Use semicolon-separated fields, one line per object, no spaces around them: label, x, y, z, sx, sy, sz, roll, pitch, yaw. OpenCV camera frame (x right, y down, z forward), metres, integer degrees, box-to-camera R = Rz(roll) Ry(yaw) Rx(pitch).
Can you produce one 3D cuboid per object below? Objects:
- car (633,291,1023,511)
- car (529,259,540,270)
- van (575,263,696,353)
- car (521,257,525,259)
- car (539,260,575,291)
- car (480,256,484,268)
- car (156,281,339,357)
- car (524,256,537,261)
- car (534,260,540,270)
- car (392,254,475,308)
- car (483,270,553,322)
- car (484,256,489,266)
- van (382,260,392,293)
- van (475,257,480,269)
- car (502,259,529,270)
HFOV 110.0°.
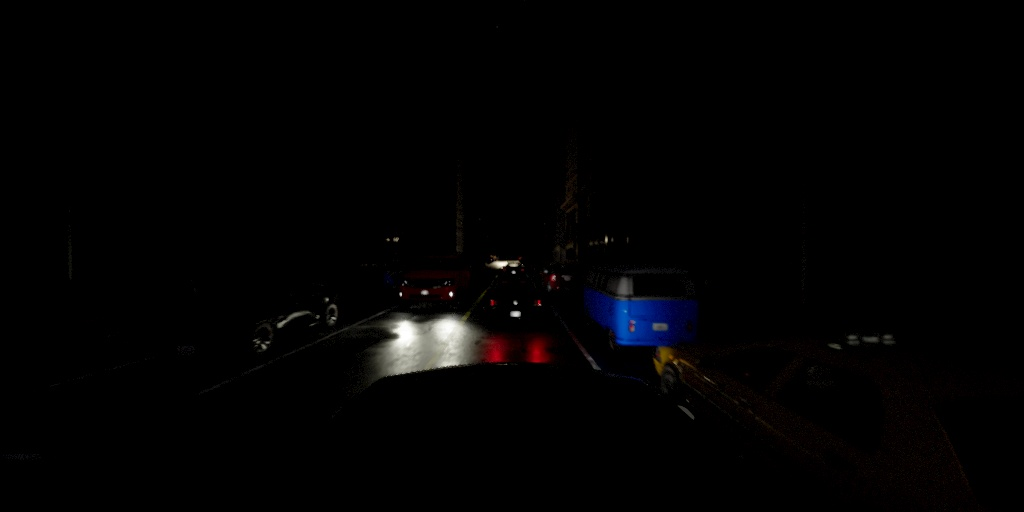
car;2.760;1.275;3.055;1.751;1.417;4.829;0;0;0
car;2.792;1.226;31.067;2.007;1.370;4.403;0;0;0
van;2.766;1.075;8.521;1.690;1.789;3.998;0;0;0
car;2.818;0.931;53.612;2.192;1.841;5.009;0;0;0
car;2.779;1.145;19.794;1.967;1.591;4.097;0;0;0
car;-5.707;1.047;53.613;1.967;1.591;4.097;0;0;0
car;-5.759;1.292;8.519;1.948;1.339;4.313;0;0;0
car;2.805;1.085;42.339;1.967;1.591;4.097;0;0;0
car;2.786;1.215;25.600;1.751;1.417;4.829;0;0;0
car;-3.082;0.932;15.444;2.150;2.045;5.566;0;0;0
car;0.109;1.323;12.191;1.895;1.301;4.718;0;0;0
car;-5.694;1.018;64.886;1.967;1.591;4.097;0;0;0
van;-5.746;1.037;19.792;1.690;1.789;3.998;0;0;0
van;-5.713;0.963;47.976;1.690;1.789;3.998;0;0;0
car;0.129;1.239;30.217;1.994;1.385;4.181;0;0;0
